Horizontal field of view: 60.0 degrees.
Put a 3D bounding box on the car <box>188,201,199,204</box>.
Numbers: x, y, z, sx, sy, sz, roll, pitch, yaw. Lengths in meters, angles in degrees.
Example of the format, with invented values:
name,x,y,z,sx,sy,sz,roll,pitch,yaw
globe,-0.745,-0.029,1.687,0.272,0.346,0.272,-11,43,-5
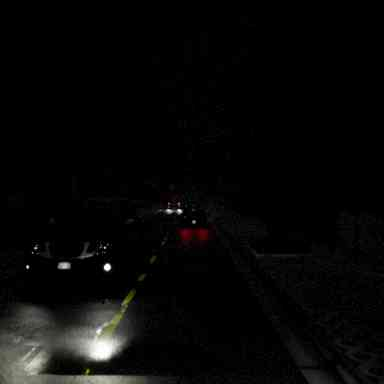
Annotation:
name,x,y,z,sx,sy,sz,roll,pitch,yaw
car,0.168,1.928,43.111,1.837,1.490,4.892,0,-1,0

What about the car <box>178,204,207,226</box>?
name,x,y,z,sx,sy,sz,roll,pitch,yaw
car,0.143,1.837,25.621,1.895,1.301,4.718,0,-1,0

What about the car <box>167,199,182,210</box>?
name,x,y,z,sx,sy,sz,roll,pitch,yaw
car,-2.734,1.866,52.723,2.097,1.767,4.553,0,0,0

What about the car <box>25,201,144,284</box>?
name,x,y,z,sx,sy,sz,roll,pitch,yaw
car,-2.833,1.308,10.150,2.150,2.045,5.566,0,-1,0
